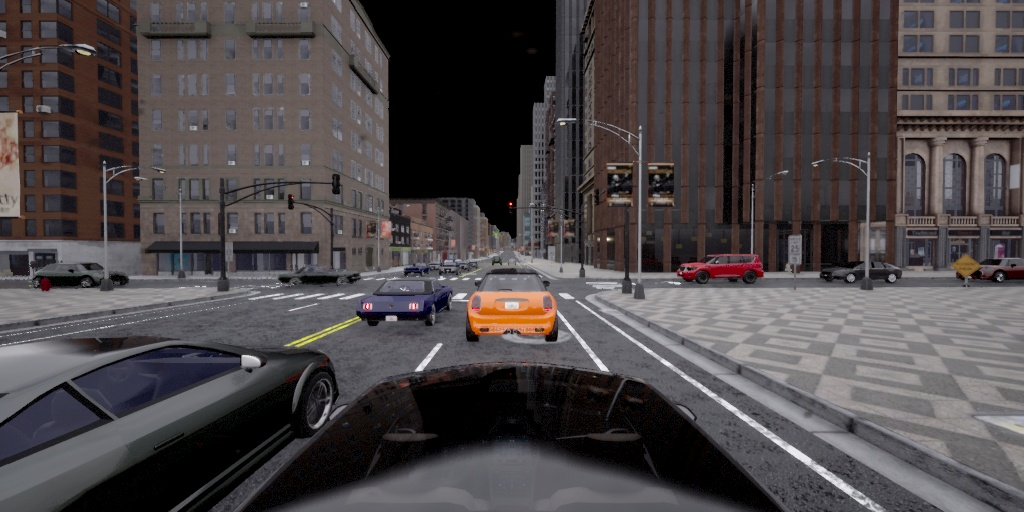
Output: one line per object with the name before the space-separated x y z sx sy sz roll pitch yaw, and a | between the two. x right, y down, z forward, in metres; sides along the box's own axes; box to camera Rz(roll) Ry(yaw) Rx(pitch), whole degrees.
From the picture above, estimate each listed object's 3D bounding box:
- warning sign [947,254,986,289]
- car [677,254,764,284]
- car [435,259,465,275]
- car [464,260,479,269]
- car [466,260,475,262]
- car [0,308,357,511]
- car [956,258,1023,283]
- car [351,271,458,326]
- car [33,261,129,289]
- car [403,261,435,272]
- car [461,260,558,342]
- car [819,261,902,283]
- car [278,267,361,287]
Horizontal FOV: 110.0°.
warning sign | 25.173 0.827 19.871 1.060 1.860 1.300 0 0 0
car | 14.833 0.876 25.633 5.566 2.045 2.150 0 1 0
car | -6.610 1.331 38.846 1.994 1.385 4.181 0 0 0
car | -6.597 1.343 58.824 1.994 1.385 4.181 0 0 0
car | -6.612 1.338 48.805 1.994 1.385 4.181 0 0 0
car | -3.158 1.314 2.790 1.994 1.385 4.181 0 0 1
car | 35.007 0.926 25.705 4.553 1.767 2.097 0 1 0
car | -3.152 1.350 11.610 1.895 1.301 4.718 0 0 0
car | -28.260 1.215 23.637 4.553 1.767 2.097 0 1 0
car | -9.861 1.367 37.638 1.895 1.301 4.718 0 0 0
car | 0.008 1.101 9.959 2.097 1.767 4.553 0 0 0
car | 24.889 1.119 25.673 4.892 1.490 1.837 0 1 0
car | -12.838 1.363 24.248 4.718 1.301 1.895 0 0 -9
